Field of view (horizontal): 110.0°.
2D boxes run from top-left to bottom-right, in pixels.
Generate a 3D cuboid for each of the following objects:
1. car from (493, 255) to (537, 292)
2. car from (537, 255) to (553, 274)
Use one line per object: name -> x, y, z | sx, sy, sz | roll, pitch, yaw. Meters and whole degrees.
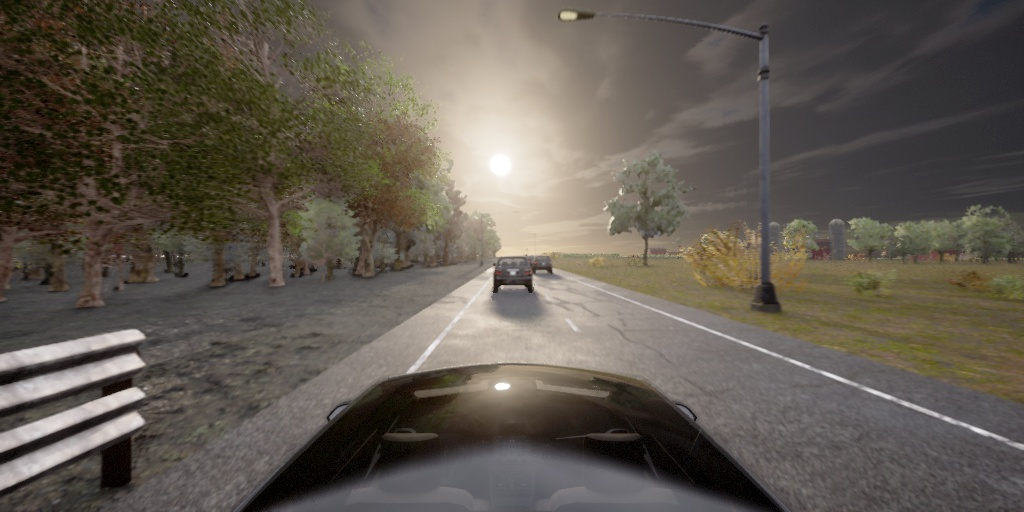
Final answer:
car -> 0.044, 0.969, 21.170 | 2.150, 2.045, 5.566 | 0, 0, 0
car -> 3.372, 0.941, 40.844 | 2.150, 2.045, 5.566 | 0, 0, 0
